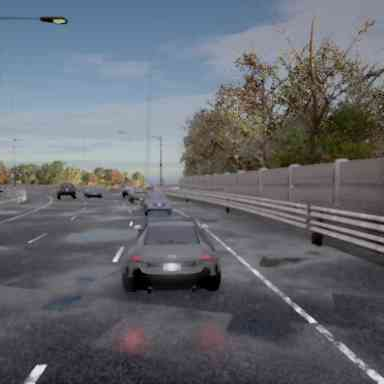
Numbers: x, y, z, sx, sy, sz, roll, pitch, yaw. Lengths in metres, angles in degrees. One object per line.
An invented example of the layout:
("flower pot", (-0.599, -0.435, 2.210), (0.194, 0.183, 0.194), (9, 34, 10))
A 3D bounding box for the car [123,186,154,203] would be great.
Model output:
("car", (-5.729, 0.360, 35.231), (2.128, 1.511, 4.902), (-1, 2, -16))

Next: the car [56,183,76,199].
("car", (-16.729, -0.189, 44.068), (2.150, 2.045, 5.566), (-1, 2, -24))

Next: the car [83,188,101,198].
("car", (-13.738, 0.096, 45.802), (1.994, 1.385, 4.181), (-1, 2, -24))

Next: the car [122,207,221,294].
("car", (-0.500, 1.297, 8.164), (1.994, 1.385, 4.181), (0, 2, -4))

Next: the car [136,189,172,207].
("car", (-2.598, 0.789, 23.533), (2.033, 1.411, 5.357), (0, 2, -13))
